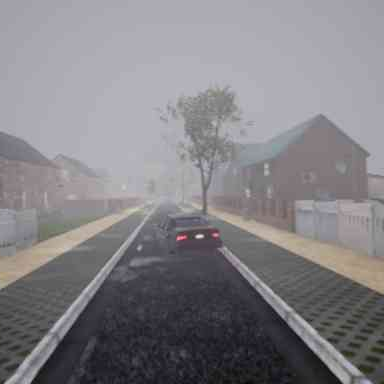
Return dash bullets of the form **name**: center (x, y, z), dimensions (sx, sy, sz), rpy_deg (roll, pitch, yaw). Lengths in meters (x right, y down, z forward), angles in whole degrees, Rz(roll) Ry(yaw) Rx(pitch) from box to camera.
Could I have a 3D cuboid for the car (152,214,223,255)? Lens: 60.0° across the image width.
- **car**: center (-0.409, 1.609, 13.733), dimensions (2.033, 1.411, 5.357), rpy_deg (-2, 0, -15)
